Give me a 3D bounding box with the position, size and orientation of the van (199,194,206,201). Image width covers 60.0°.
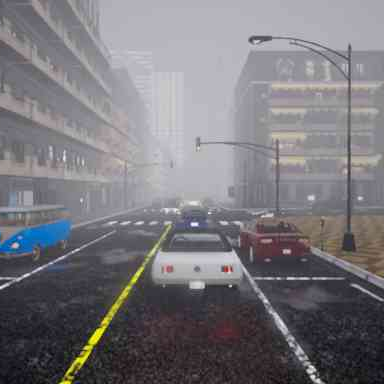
[{"bbox_3d":[2.817,1.543,88.324,1.690,1.788,3.998,-1,0,0],"label":"van"}]

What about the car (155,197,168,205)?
[{"bbox_3d":[-5.604,1.692,60.702,1.947,1.339,4.313,0,0,0],"label":"car"}]

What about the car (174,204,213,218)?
[{"bbox_3d":[0.129,1.597,18.767,1.994,1.385,4.181,0,0,0],"label":"car"}]

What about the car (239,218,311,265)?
[{"bbox_3d":[2.700,1.565,11.685,1.887,1.381,4.507,0,0,0],"label":"car"}]

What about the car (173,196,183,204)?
[{"bbox_3d":[-2.895,1.653,69.252,1.837,1.490,4.892,0,0,0],"label":"car"}]

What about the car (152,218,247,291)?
[{"bbox_3d":[0.114,1.616,9.017,1.895,1.301,4.718,0,0,0],"label":"car"}]

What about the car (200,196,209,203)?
[{"bbox_3d":[2.802,1.721,77.268,2.008,1.369,4.403,-1,0,0],"label":"car"}]

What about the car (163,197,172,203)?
[{"bbox_3d":[-5.579,1.752,77.286,1.802,1.307,4.206,-1,0,0],"label":"car"}]

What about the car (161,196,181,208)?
[{"bbox_3d":[-3.017,1.661,49.505,1.994,1.385,4.181,0,0,0],"label":"car"}]

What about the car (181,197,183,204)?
[{"bbox_3d":[-2.986,1.669,58.892,2.033,1.411,5.357,0,0,1],"label":"car"}]

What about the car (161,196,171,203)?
[{"bbox_3d":[-5.588,1.595,71.758,1.967,1.590,4.097,-1,0,0],"label":"car"}]

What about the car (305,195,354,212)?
[{"bbox_3d":[14.203,1.155,34.635,4.553,1.767,2.097,-1,0,2],"label":"car"}]

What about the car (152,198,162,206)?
[{"bbox_3d":[-5.612,1.662,55.175,2.008,1.369,4.403,0,0,0],"label":"car"}]

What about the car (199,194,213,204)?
[{"bbox_3d":[2.775,1.566,60.685,1.967,1.590,4.097,-1,0,0],"label":"car"}]

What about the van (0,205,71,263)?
[{"bbox_3d":[-5.682,1.361,11.699,1.690,1.788,3.998,0,0,0],"label":"van"}]

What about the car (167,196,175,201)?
[{"bbox_3d":[-5.562,1.727,88.172,1.752,1.417,4.829,-1,0,0],"label":"car"}]
